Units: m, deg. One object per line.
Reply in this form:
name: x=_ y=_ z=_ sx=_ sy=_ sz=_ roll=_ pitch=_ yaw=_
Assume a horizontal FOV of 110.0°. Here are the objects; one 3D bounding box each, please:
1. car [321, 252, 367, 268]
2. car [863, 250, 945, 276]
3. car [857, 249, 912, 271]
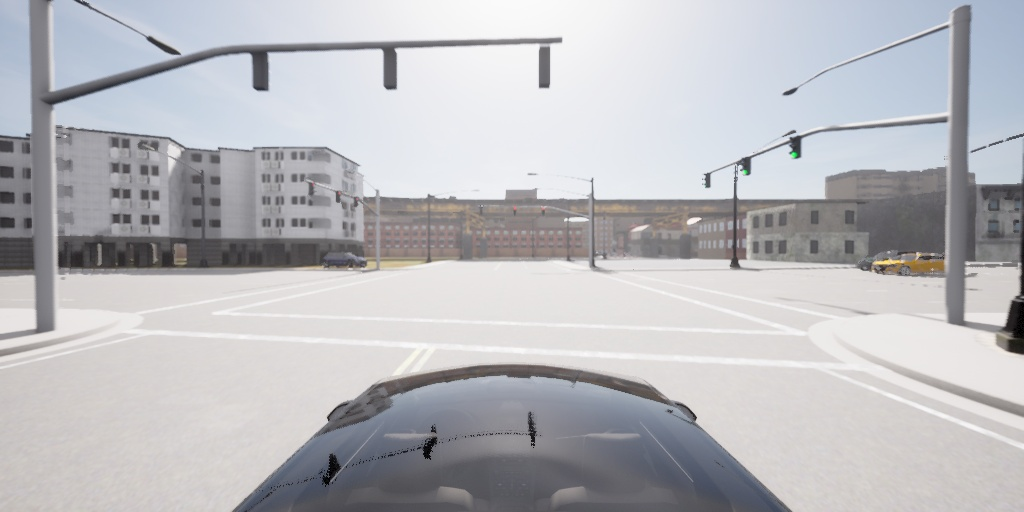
car: x=-18.169 y=0.378 z=38.984 sx=4.553 sy=1.767 sz=2.097 roll=0 pitch=1 yaw=9
car: x=28.433 y=0.571 z=25.319 sx=5.008 sy=1.535 sz=1.882 roll=-1 pitch=1 yaw=1
car: x=30.601 y=0.355 z=28.770 sx=4.553 sy=1.767 sz=2.097 roll=-1 pitch=1 yaw=1
